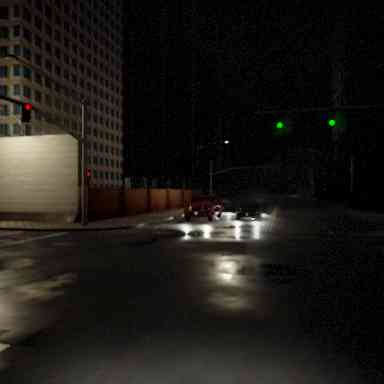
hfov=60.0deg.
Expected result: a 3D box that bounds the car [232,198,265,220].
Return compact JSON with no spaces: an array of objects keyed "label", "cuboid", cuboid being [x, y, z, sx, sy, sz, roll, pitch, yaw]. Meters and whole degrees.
[{"label":"car","cuboid":[4.886,1.508,28.166,1.837,1.490,4.892,0,0,15]}]

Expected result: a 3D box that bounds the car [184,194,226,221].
[{"label":"car","cuboid":[1.057,1.221,27.435,2.150,2.045,5.566,0,0,16]}]

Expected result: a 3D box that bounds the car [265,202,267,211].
[{"label":"car","cuboid":[7.365,1.486,37.231,2.128,1.511,4.902,0,0,15]}]

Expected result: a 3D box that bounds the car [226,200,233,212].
[{"label":"car","cuboid":[3.854,1.554,37.661,1.994,1.385,4.181,0,0,15]}]
